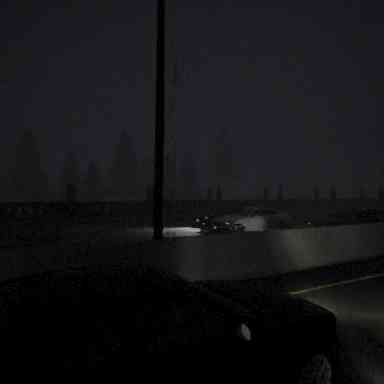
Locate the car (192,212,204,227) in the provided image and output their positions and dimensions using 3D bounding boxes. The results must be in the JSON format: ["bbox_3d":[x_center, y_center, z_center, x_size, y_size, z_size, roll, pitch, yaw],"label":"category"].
[{"bbox_3d":[2.124,1.549,21.183,4.181,1.385,1.994,0,0,-27],"label":"car"}]

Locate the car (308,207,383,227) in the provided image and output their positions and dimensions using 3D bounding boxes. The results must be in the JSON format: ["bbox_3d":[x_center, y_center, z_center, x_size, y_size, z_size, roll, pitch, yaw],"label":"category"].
[{"bbox_3d":[7.883,1.505,16.289,4.892,1.490,1.837,0,0,-25],"label":"car"}]

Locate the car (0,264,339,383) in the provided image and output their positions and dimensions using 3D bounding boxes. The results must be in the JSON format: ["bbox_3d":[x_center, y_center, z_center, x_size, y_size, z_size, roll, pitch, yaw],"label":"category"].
[{"bbox_3d":[-0.623,1.469,3.129,5.008,1.535,1.882,0,0,-35],"label":"car"}]

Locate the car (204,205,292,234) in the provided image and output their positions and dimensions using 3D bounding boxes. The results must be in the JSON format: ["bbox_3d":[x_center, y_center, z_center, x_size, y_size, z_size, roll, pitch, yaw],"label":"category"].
[{"bbox_3d":[3.241,1.514,17.856,4.674,1.442,1.812,0,0,-27],"label":"car"}]
